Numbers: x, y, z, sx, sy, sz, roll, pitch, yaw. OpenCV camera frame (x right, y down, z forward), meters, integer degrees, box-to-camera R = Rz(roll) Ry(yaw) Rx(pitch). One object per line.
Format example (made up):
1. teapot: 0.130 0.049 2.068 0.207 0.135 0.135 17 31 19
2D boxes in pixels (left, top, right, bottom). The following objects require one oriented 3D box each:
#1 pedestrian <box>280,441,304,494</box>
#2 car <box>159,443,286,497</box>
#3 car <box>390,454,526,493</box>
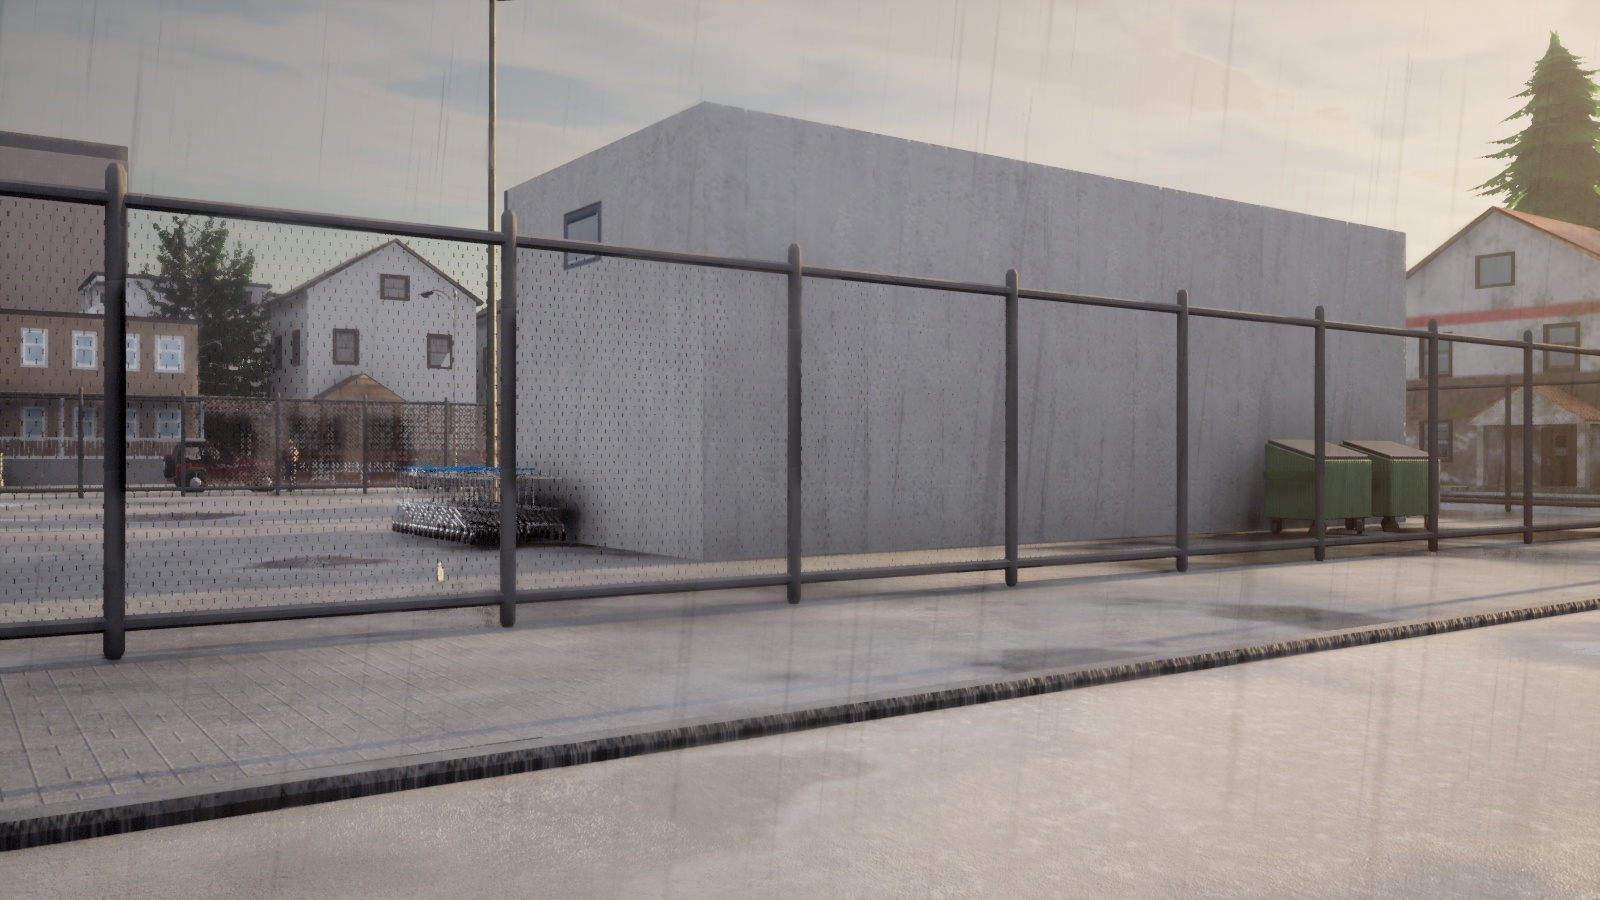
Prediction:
1. pedestrian: -17.722 0.593 43.805 0.706 1.836 0.354 0 0 23
2. car: -20.718 0.695 45.078 3.866 1.878 1.905 0 0 -34
3. car: -13.605 0.901 50.073 4.892 1.490 1.837 0 0 -33
